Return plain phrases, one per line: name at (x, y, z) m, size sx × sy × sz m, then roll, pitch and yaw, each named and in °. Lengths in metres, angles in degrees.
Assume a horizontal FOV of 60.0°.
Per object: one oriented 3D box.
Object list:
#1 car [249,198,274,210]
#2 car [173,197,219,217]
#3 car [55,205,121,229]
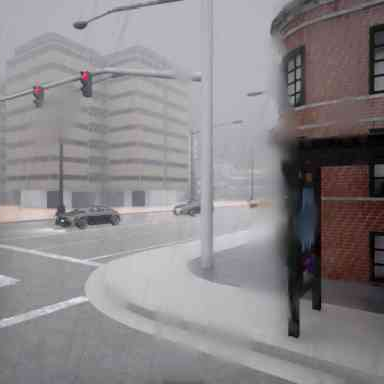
car at (9.244, 1.477, 44.161) m, size 1.882 × 1.535 × 5.008 m, roll 0°, pitch 0°, yaw 36°
car at (0.177, 1.492, 31.403) m, size 2.128 × 1.511 × 4.902 m, roll 0°, pitch 0°, yaw 35°
car at (-6.677, 1.564, 21.721) m, size 1.994 × 1.385 × 4.181 m, roll 0°, pitch 0°, yaw 35°
